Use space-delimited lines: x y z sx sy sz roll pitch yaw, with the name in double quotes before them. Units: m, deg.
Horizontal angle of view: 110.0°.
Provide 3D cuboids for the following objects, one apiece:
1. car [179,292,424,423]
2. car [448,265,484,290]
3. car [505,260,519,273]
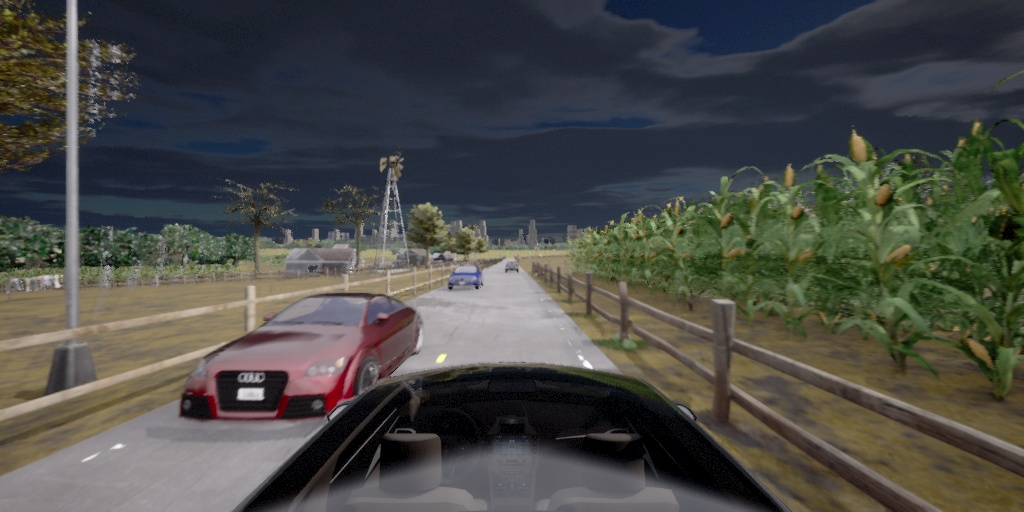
"car" -2.831 1.311 5.889 1.994 1.385 4.181 0 0 0
"car" -2.819 1.286 22.745 1.812 1.442 4.674 0 0 1
"car" -0.010 1.419 46.434 2.033 1.411 5.357 0 0 0
